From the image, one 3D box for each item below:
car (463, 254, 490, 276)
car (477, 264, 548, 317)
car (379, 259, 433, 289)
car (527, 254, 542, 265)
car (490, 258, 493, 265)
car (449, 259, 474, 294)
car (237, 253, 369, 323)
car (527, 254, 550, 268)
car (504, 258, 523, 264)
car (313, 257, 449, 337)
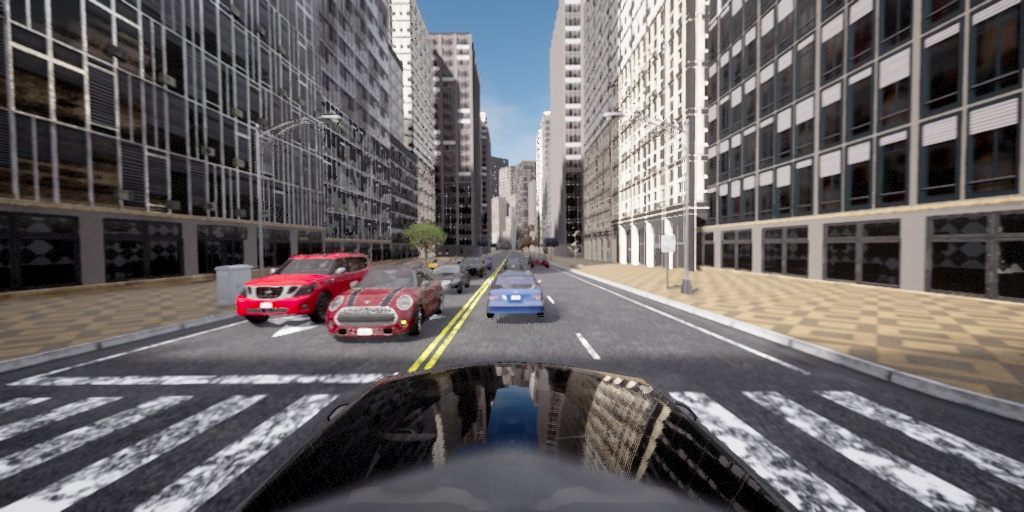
[{"bbox_3d":[-3.239,0.789,29.170,2.097,1.767,4.553,-1,1,0],"label":"car"},{"bbox_3d":[0.105,1.190,12.679,2.033,1.411,5.357,-1,1,0],"label":"car"},{"bbox_3d":[-6.548,1.040,22.725,1.882,1.535,5.008,-1,1,1],"label":"car"},{"bbox_3d":[3.294,0.526,53.200,1.837,1.490,4.892,-1,1,0],"label":"car"},{"bbox_3d":[-3.223,0.640,39.340,2.097,1.767,4.553,-1,1,0],"label":"car"},{"bbox_3d":[-3.323,1.109,19.069,1.812,1.442,4.674,-1,1,0],"label":"car"},{"bbox_3d":[-6.590,0.933,12.378,2.150,2.045,5.566,-1,1,0],"label":"car"},{"bbox_3d":[3.281,0.521,43.195,2.097,1.767,4.553,-1,1,0],"label":"car"},{"bbox_3d":[0.128,0.878,35.374,1.994,1.385,4.181,-1,1,0],"label":"car"},{"bbox_3d":[-3.316,1.063,10.223,2.097,1.767,4.553,-1,1,-1],"label":"car"}]
